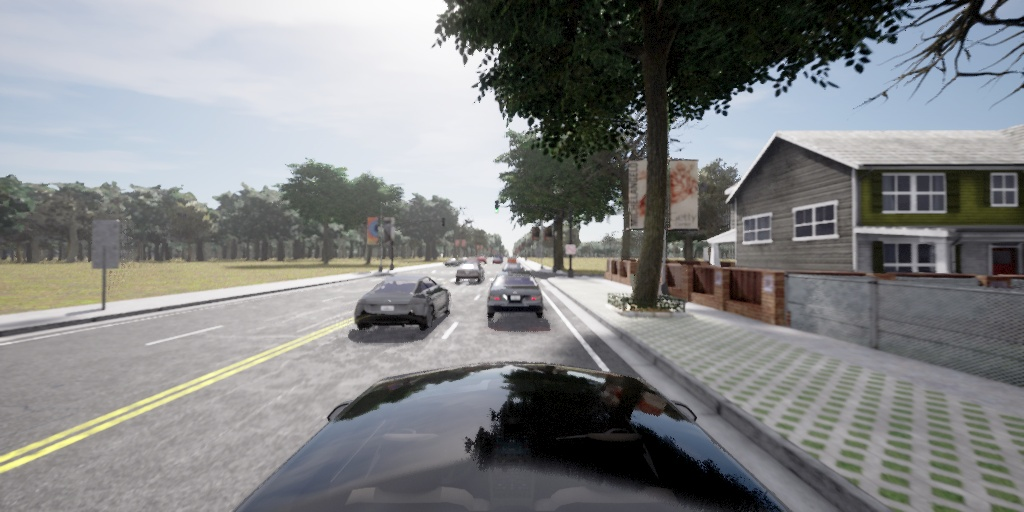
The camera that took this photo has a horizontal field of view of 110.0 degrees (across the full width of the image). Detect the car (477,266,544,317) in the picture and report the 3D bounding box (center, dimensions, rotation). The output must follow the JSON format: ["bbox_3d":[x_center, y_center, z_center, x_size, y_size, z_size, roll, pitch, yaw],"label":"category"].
[{"bbox_3d":[0.098,1.253,12.941,2.033,1.411,5.357,0,0,0],"label":"car"}]

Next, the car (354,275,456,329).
[{"bbox_3d":[-3.151,1.278,11.065,1.994,1.385,4.181,0,0,0],"label":"car"}]

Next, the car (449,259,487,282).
[{"bbox_3d":[-3.153,1.200,27.573,2.033,1.411,5.357,0,0,0],"label":"car"}]

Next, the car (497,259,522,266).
[{"bbox_3d":[0.097,1.200,27.577,2.033,1.411,5.357,0,0,0],"label":"car"}]

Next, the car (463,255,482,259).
[{"bbox_3d":[-6.554,1.018,58.913,1.882,1.535,5.008,0,0,1],"label":"car"}]

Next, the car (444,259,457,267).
[{"bbox_3d":[-9.804,1.105,58.913,1.994,1.385,4.181,0,0,1],"label":"car"}]
